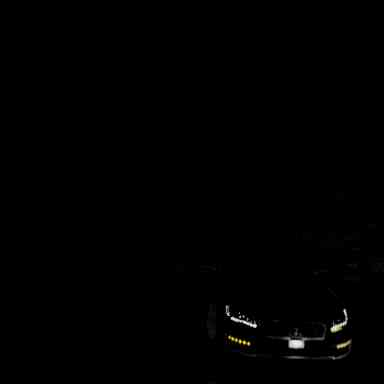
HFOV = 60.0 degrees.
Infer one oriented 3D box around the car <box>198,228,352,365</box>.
[{"bbox_3d":[1.182,1.544,6.360,1.837,1.490,4.892,3,0,-2],"label":"car"}]
